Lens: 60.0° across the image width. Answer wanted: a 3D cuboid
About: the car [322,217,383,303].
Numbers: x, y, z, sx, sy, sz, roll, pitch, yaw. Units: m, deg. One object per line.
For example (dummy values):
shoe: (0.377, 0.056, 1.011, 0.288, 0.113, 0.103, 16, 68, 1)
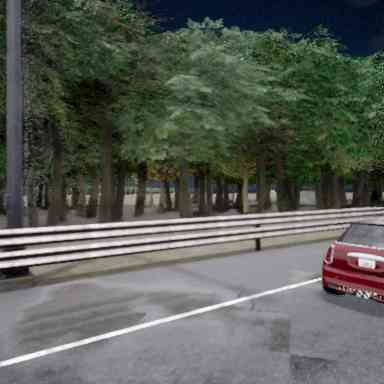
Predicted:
car: (4.921, 1.312, 7.277, 4.553, 1.767, 2.097, 0, 0, -35)
